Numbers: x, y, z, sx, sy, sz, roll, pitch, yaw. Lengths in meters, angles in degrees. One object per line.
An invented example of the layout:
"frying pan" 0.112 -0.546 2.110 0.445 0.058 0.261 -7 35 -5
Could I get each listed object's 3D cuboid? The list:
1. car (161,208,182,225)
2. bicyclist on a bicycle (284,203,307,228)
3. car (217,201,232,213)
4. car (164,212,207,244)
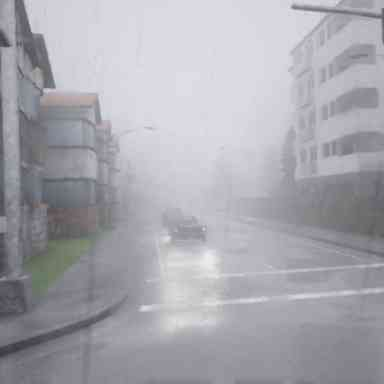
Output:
"car" -1.641 2.174 29.196 2.128 1.511 4.902 -2 -1 -7
"bicyclist on a bicycle" 6.812 1.558 21.909 1.656 1.620 0.582 -2 -1 -7
"car" 5.948 2.080 48.795 4.553 1.767 2.097 -2 -1 -25
"car" -0.361 2.072 19.146 1.895 1.301 4.718 -2 -1 -7
